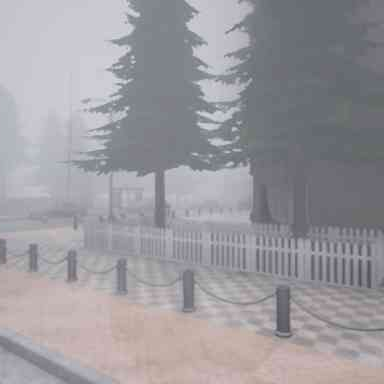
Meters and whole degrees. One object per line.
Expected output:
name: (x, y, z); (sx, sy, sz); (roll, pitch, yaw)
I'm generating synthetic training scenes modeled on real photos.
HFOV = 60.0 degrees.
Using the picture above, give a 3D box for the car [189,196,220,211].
car: (1.559, 1.582, 42.809); (1.812, 1.442, 4.674); (0, 0, 37)

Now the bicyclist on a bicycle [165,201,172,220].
bicyclist on a bicycle: (-2.172, 1.336, 25.584); (1.656, 1.620, 0.582); (-1, 0, 37)

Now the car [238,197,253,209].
car: (8.081, 1.396, 45.332); (2.097, 1.767, 4.553); (0, 0, 37)

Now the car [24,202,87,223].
car: (-10.778, 1.550, 26.625); (2.128, 1.511, 4.902); (0, 0, 37)

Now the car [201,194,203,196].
car: (3.157, 1.287, 84.516); (1.905, 1.878, 3.866); (0, 0, 36)

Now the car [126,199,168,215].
car: (-4.653, 1.535, 34.679); (1.882, 1.535, 5.008); (0, 0, 37)

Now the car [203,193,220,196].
car: (5.421, 1.278, 83.356); (1.932, 1.855, 4.605); (0, 0, 36)
